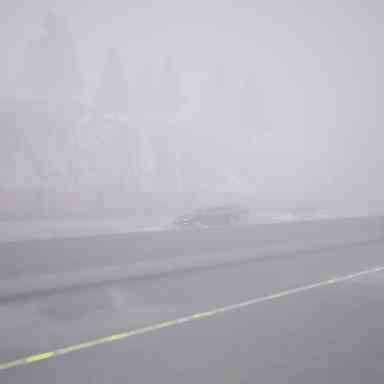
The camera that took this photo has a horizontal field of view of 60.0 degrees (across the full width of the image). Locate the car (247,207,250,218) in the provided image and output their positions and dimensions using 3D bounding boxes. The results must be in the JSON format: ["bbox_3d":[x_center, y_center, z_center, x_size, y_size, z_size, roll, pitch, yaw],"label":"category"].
[{"bbox_3d":[2.544,1.606,27.246,5.008,1.535,1.882,1,0,-35],"label":"car"}]

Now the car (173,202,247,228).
[{"bbox_3d":[1.035,1.602,21.906,4.892,1.490,1.837,0,0,-35],"label":"car"}]

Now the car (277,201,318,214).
[{"bbox_3d":[12.178,1.779,38.083,5.357,1.411,2.033,0,0,-34],"label":"car"}]
